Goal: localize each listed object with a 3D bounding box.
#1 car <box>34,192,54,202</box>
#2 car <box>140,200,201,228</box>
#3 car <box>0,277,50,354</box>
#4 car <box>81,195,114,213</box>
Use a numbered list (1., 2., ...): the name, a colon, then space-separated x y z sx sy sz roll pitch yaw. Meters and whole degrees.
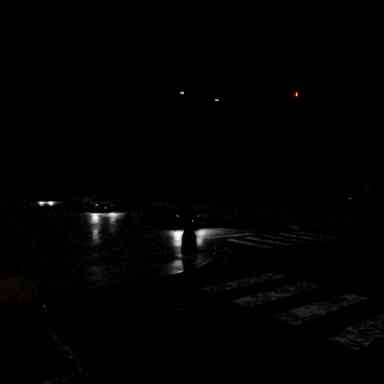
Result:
1. car: -21.261 0.659 47.697 1.994 1.385 4.181 0 1 -35
2. car: -1.406 1.227 19.770 1.812 1.442 4.674 0 1 -37
3. car: -4.222 1.525 3.650 4.829 1.417 1.752 0 0 -35
4. car: -8.568 1.001 29.796 1.812 1.442 4.674 0 2 -36
